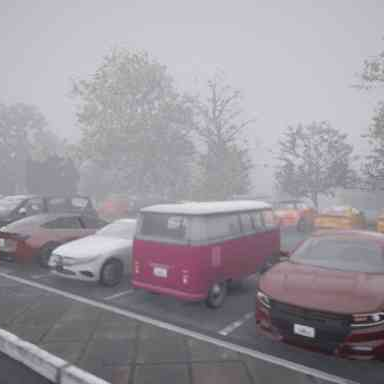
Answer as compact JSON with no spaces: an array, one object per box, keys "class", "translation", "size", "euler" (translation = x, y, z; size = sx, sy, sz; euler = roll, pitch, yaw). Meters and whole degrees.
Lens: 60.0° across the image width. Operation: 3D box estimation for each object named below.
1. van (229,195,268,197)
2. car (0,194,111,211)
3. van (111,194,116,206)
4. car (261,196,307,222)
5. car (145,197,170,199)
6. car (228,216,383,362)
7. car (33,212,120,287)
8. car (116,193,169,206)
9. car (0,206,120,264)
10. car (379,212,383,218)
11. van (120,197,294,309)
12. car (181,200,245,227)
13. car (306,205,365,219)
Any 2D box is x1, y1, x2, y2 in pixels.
[{"class":"van","translation":[3.925,1.175,21.676],"size":[1.878,1.987,4.442],"euler":[1,0,36]},{"class":"car","translation":[-6.187,1.123,12.647],"size":[2.435,2.045,5.566],"euler":[1,0,36]},{"class":"van","translation":[-5.187,1.100,28.186],"size":[1.878,1.987,4.442],"euler":[0,0,36]},{"class":"car","translation":[6.092,1.300,19.946],"size":[2.185,1.767,4.553],"euler":[1,0,36]},{"class":"car","translation":[-0.758,1.350,24.650],"size":[1.946,1.575,5.366],"euler":[0,0,36]},{"class":"car","translation":[2.866,1.473,6.221],"size":[2.097,1.535,5.008],"euler":[1,0,36]},{"class":"car","translation":[-1.654,1.464,9.446],"size":[2.002,1.452,4.674],"euler":[1,0,36]},{"class":"car","translation":[-2.886,1.083,26.432],"size":[2.435,2.045,5.566],"euler":[0,0,36]},{"class":"car","translation":[-3.897,1.429,11.081],"size":[2.163,1.488,4.792],"euler":[1,0,36]},{"class":"car","translation":[10.615,1.475,16.747],"size":[2.097,1.535,5.008],"euler":[1,0,36]},{"class":"van","translation":[0.673,1.223,7.924],"size":[1.878,1.987,4.442],"euler":[1,0,36]},{"class":"car","translation":[1.597,1.377,23.187],"size":[2.231,1.521,4.892],"euler":[1,0,36]},{"class":"car","translation":[8.259,1.449,18.430],"size":[2.097,1.535,5.008],"euler":[1,0,36]}]
